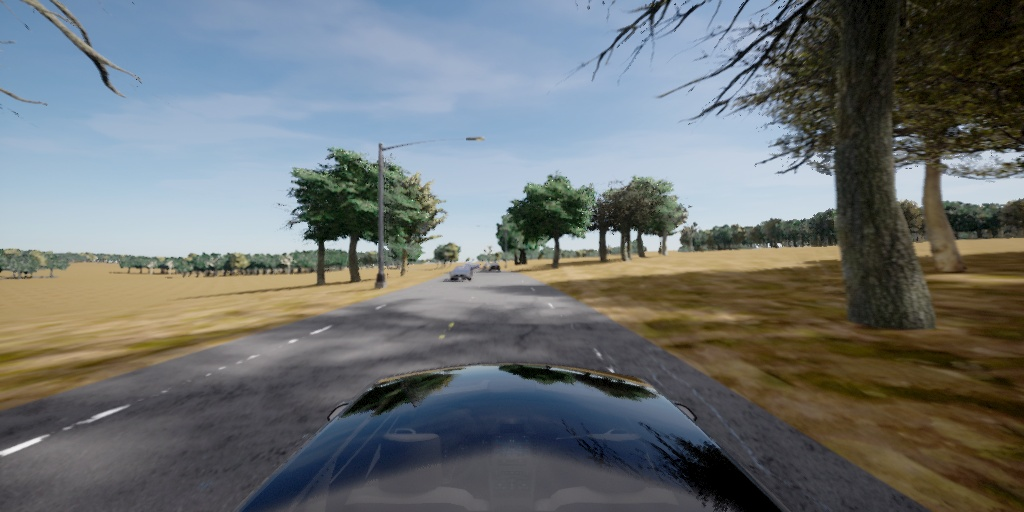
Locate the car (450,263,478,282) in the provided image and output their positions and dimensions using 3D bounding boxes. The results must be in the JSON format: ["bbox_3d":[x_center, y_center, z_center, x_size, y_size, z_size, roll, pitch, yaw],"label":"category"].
[{"bbox_3d":[-4.505,1.554,32.730,2.033,1.411,5.357,0,-1,-3],"label":"car"}]
